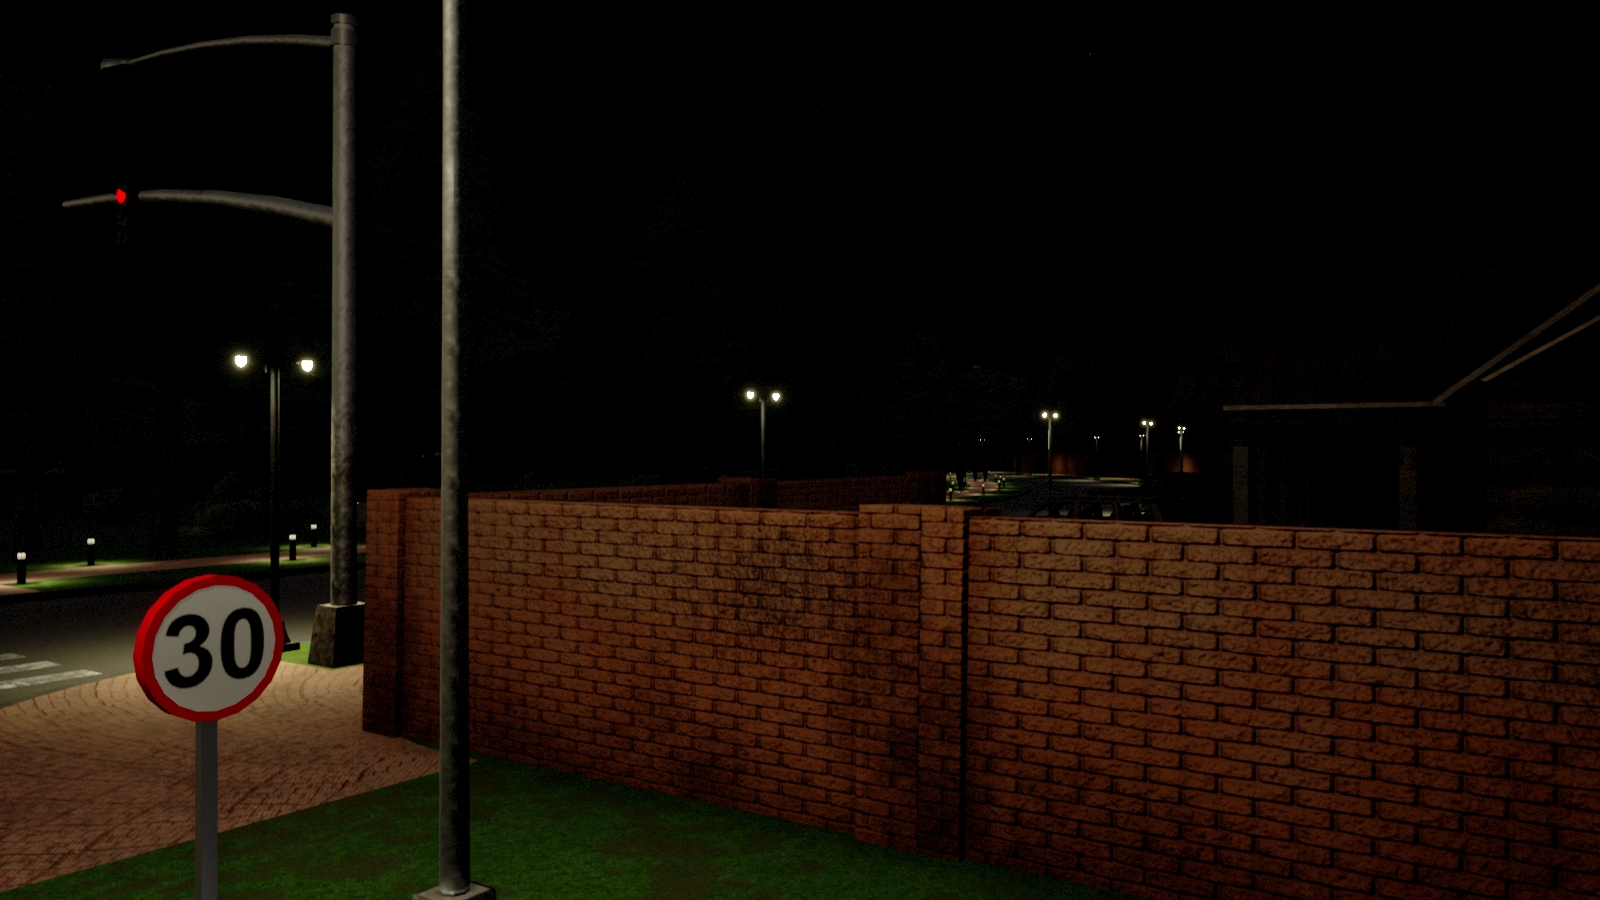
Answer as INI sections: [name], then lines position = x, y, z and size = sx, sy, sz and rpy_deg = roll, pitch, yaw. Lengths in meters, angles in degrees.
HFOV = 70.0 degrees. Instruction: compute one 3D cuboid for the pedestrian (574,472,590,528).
[pedestrian]
position = -7.289, 1.655, 38.184
size = 0.375, 1.860, 0.375
rpy_deg = 0, 0, -45
